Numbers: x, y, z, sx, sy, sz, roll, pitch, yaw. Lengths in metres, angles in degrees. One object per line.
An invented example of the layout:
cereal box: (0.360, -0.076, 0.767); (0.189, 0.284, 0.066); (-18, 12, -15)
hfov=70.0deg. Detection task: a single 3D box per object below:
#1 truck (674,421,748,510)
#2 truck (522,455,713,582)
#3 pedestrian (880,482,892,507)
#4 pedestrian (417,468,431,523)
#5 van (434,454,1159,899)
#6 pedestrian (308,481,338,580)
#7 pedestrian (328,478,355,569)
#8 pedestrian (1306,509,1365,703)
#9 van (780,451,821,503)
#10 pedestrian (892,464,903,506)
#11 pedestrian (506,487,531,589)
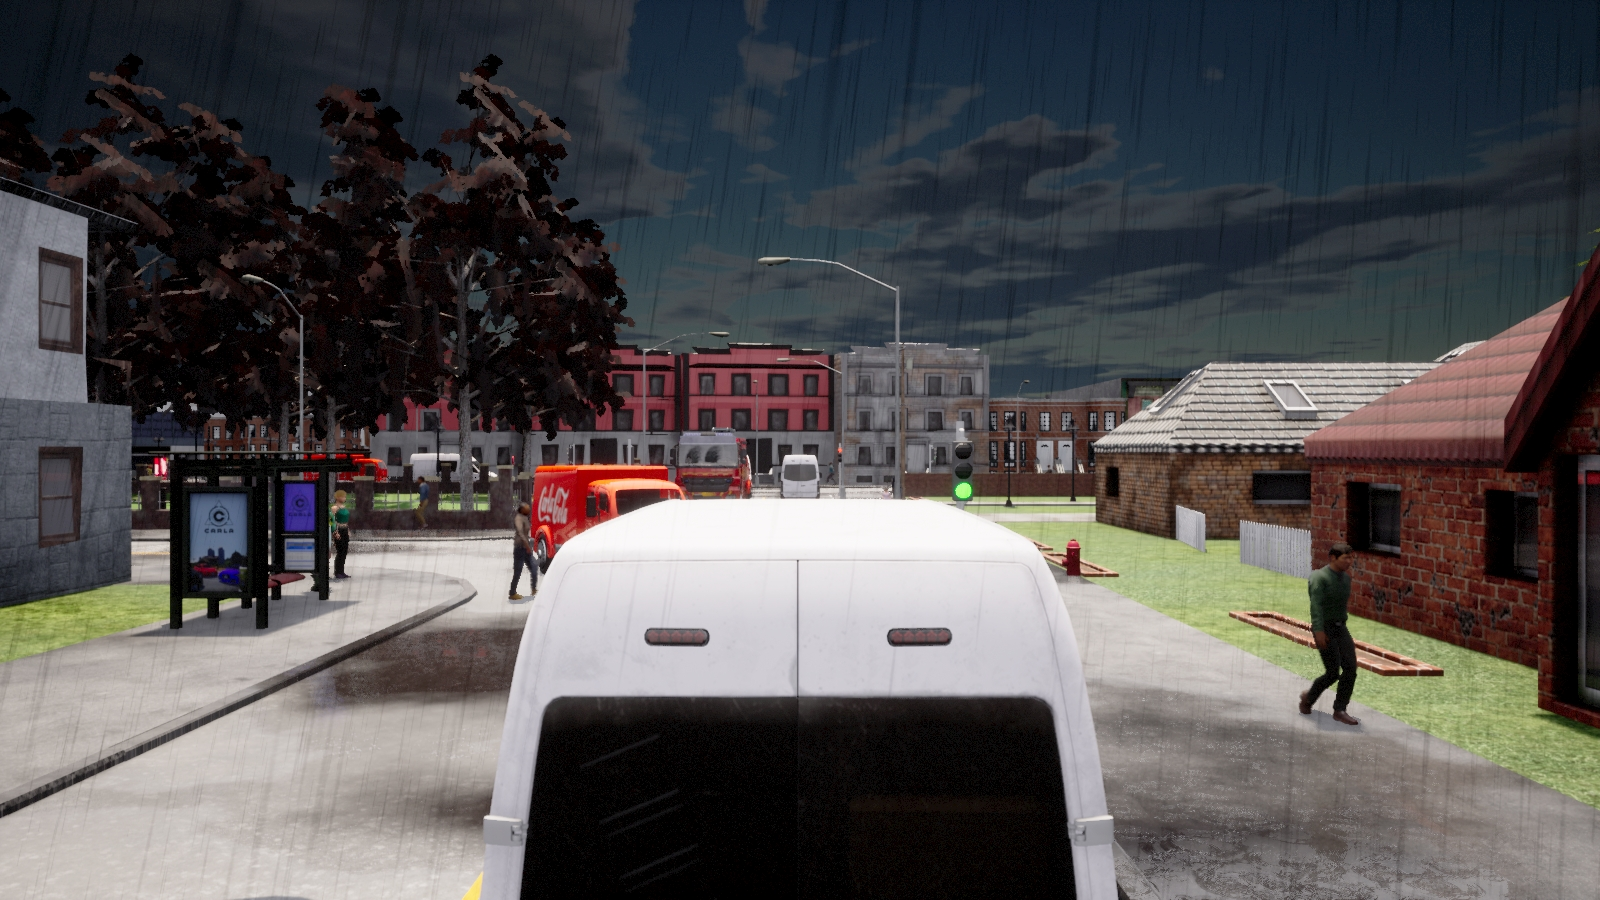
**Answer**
truck: (-4.049, 0.670, 53.739); (2.891, 3.827, 8.468); (0, 0, 0)
truck: (-4.160, 1.348, 25.211); (2.627, 2.467, 5.204); (0, 0, -28)
pedestrian: (3.745, 1.926, 49.563); (0.500, 1.100, 0.500); (0, 0, 4)
pedestrian: (-12.632, 1.526, 38.377); (0.375, 1.860, 0.375); (0, 0, -3)
van: (-0.009, 1.314, 6.094); (1.988, 2.561, 5.915); (0, 0, 0)
pedestrian: (-9.049, 1.516, 21.671); (0.375, 1.860, 0.375); (0, 0, 26)
pedestrian: (-9.497, 1.516, 23.683); (0.375, 1.860, 0.375); (0, 0, 15)
pedestrian: (5.309, 1.523, 11.332); (0.375, 1.860, 0.375); (0, 0, -18)
van: (-0.005, 1.314, 58.414); (1.988, 2.561, 5.915); (0, 0, 0)
pedestrian: (4.276, 1.524, 50.019); (0.375, 1.860, 0.375); (0, 0, -10)
pedestrian: (-5.218, 1.629, 21.178); (0.375, 1.860, 0.375); (0, 0, -1)
